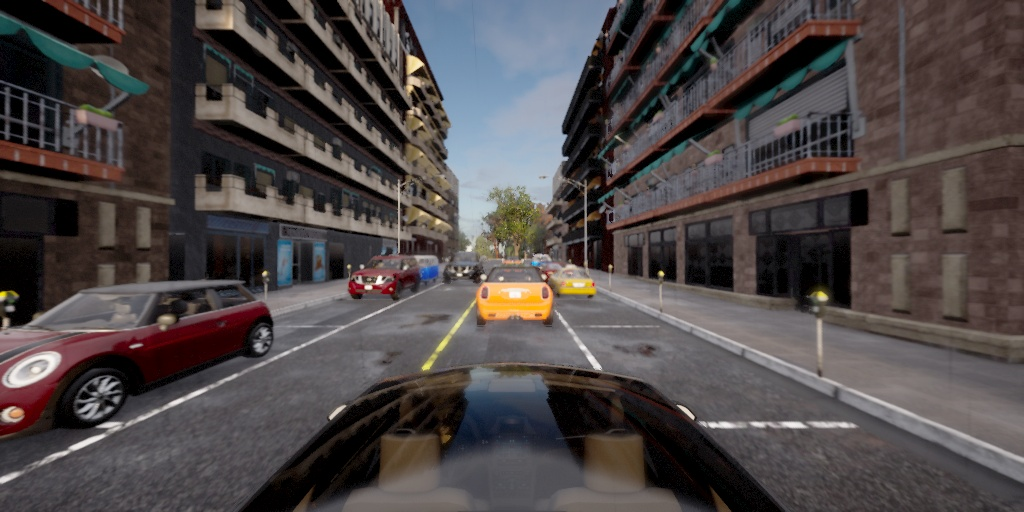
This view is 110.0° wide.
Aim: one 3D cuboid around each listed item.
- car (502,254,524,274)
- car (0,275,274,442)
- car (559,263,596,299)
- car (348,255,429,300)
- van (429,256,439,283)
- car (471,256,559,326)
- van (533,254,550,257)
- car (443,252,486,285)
[{"bbox_3d":[0.102,0.731,35.398,2.097,1.767,4.553,0,1,0],"label":"car"},{"bbox_3d":[-5.690,1.149,5.388,1.967,1.591,4.097,0,0,0],"label":"car"},{"bbox_3d":[2.693,1.110,16.841,1.751,1.417,4.829,0,0,0],"label":"car"},{"bbox_3d":[-5.689,0.899,16.711,2.192,1.841,5.009,0,0,0],"label":"car"},{"bbox_3d":[-5.688,0.863,22.371,1.690,1.789,3.998,0,0,0],"label":"van"},{"bbox_3d":[0.057,0.995,11.357,2.097,1.767,4.553,0,1,-1],"label":"car"},{"bbox_3d":[2.680,0.739,33.655,1.690,1.789,3.998,0,0,0],"label":"van"},{"bbox_3d":[-3.088,0.726,23.946,2.150,2.045,5.566,0,1,0],"label":"car"}]
